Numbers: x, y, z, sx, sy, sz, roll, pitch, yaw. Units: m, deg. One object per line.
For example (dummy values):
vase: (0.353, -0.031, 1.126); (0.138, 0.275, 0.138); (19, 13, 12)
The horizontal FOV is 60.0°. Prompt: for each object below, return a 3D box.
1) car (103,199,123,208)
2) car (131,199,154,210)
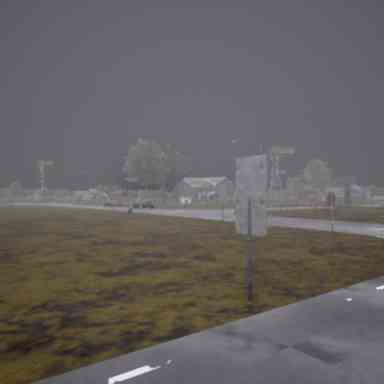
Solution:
car: (-14.151, 2.025, 59.318); (2.033, 1.411, 5.357); (0, -1, -36)
car: (-7.507, 1.827, 50.123); (1.837, 1.490, 4.892); (0, 0, -35)
